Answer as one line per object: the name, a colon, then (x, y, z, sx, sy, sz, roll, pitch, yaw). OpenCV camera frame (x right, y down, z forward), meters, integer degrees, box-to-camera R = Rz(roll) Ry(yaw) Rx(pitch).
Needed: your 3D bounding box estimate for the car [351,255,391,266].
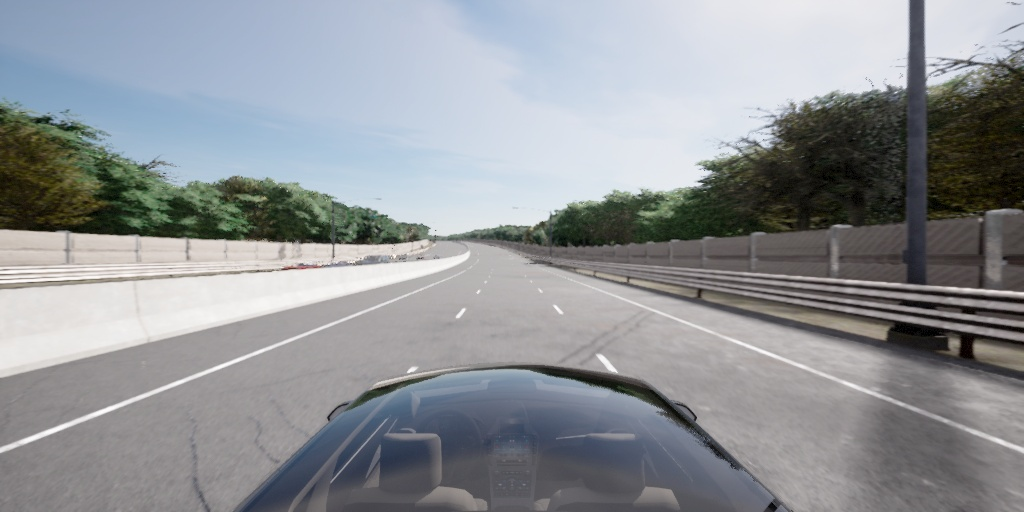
car: (-14.578, 0.925, 38.050, 2.150, 2.045, 5.566, 0, 0, -1)

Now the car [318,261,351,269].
car: (-18.078, 1.266, 37.810, 1.994, 1.385, 4.181, 0, 0, -1)

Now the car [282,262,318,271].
car: (-21.555, 1.301, 36.996, 1.895, 1.301, 4.718, 0, 0, -1)
